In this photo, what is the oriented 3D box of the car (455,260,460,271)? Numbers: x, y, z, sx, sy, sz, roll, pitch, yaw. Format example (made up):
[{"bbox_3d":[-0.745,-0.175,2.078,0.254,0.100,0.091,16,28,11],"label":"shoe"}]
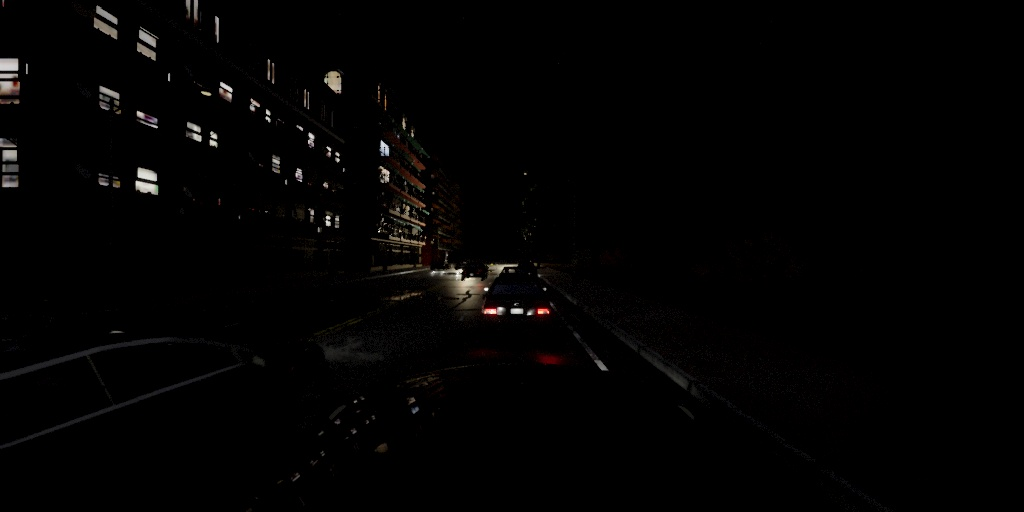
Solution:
[{"bbox_3d":[-6.566,1.245,48.575,2.128,1.511,4.902,0,0,0],"label":"car"}]

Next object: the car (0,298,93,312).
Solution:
[{"bbox_3d":[-6.598,1.351,4.754,1.895,1.301,4.718,0,0,0],"label":"car"}]

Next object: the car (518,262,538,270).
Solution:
[{"bbox_3d":[1.157,1.259,30.755,1.837,1.490,4.892,0,0,0],"label":"car"}]

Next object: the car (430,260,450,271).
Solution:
[{"bbox_3d":[-9.817,1.301,49.202,2.033,1.411,5.357,0,0,0],"label":"car"}]

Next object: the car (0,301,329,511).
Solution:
[{"bbox_3d":[-3.152,1.240,2.457,2.128,1.511,4.902,0,0,0],"label":"car"}]

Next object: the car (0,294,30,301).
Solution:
[{"bbox_3d":[-9.847,1.314,5.864,1.994,1.385,4.181,0,0,0],"label":"car"}]

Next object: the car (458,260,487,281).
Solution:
[{"bbox_3d":[-3.123,1.280,30.374,1.812,1.442,4.674,0,0,1],"label":"car"}]

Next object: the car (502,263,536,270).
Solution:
[{"bbox_3d":[0.112,1.300,20.987,2.033,1.411,5.357,0,0,0],"label":"car"}]

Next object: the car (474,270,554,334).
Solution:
[{"bbox_3d":[0.107,1.299,10.626,2.033,1.411,5.357,0,0,0],"label":"car"}]
